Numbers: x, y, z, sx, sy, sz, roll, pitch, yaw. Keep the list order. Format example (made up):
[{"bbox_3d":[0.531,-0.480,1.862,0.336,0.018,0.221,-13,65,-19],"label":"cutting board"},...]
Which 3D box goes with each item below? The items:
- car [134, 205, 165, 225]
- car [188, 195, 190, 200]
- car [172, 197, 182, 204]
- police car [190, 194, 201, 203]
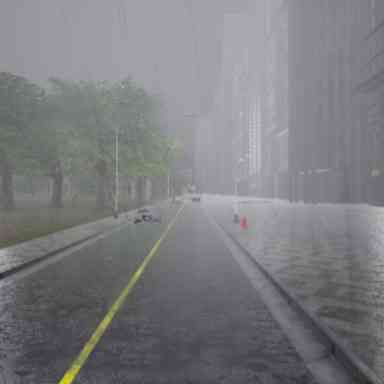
[{"bbox_3d":[-3.106,1.641,24.988,1.994,1.385,4.181,0,0,0],"label":"car"},{"bbox_3d":[-0.035,1.542,92.449,1.895,1.301,4.718,0,0,0],"label":"car"},{"bbox_3d":[-3.032,1.638,66.089,1.812,1.442,4.674,0,0,0],"label":"car"},{"bbox_3d":[1.021,1.544,74.721,1.930,1.638,5.238,0,0,0],"label":"police car"}]
